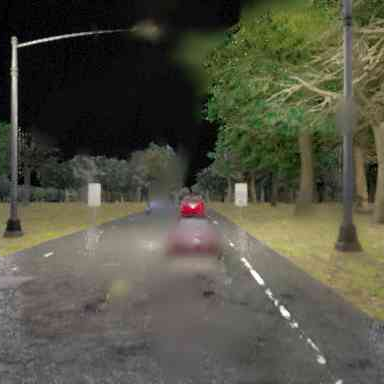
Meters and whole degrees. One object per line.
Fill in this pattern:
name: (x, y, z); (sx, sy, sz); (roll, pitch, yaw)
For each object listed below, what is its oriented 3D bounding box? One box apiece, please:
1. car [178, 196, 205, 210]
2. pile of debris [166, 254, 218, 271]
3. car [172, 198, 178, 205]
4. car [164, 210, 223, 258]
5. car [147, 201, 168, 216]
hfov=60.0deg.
car: (0.081, 1.415, 31.463); (2.150, 2.045, 5.566); (0, -1, 0)
pile of debris: (-0.007, 2.214, 10.582); (1.500, 0.140, 1.860); (0, 0, 0)
car: (-3.545, 2.200, 76.894); (2.033, 1.411, 5.357); (0, -1, 0)
car: (0.088, 1.612, 12.996); (1.994, 1.385, 4.181); (0, 0, 0)
car: (-3.615, 1.711, 35.355); (1.882, 1.535, 5.008); (0, -1, 0)
